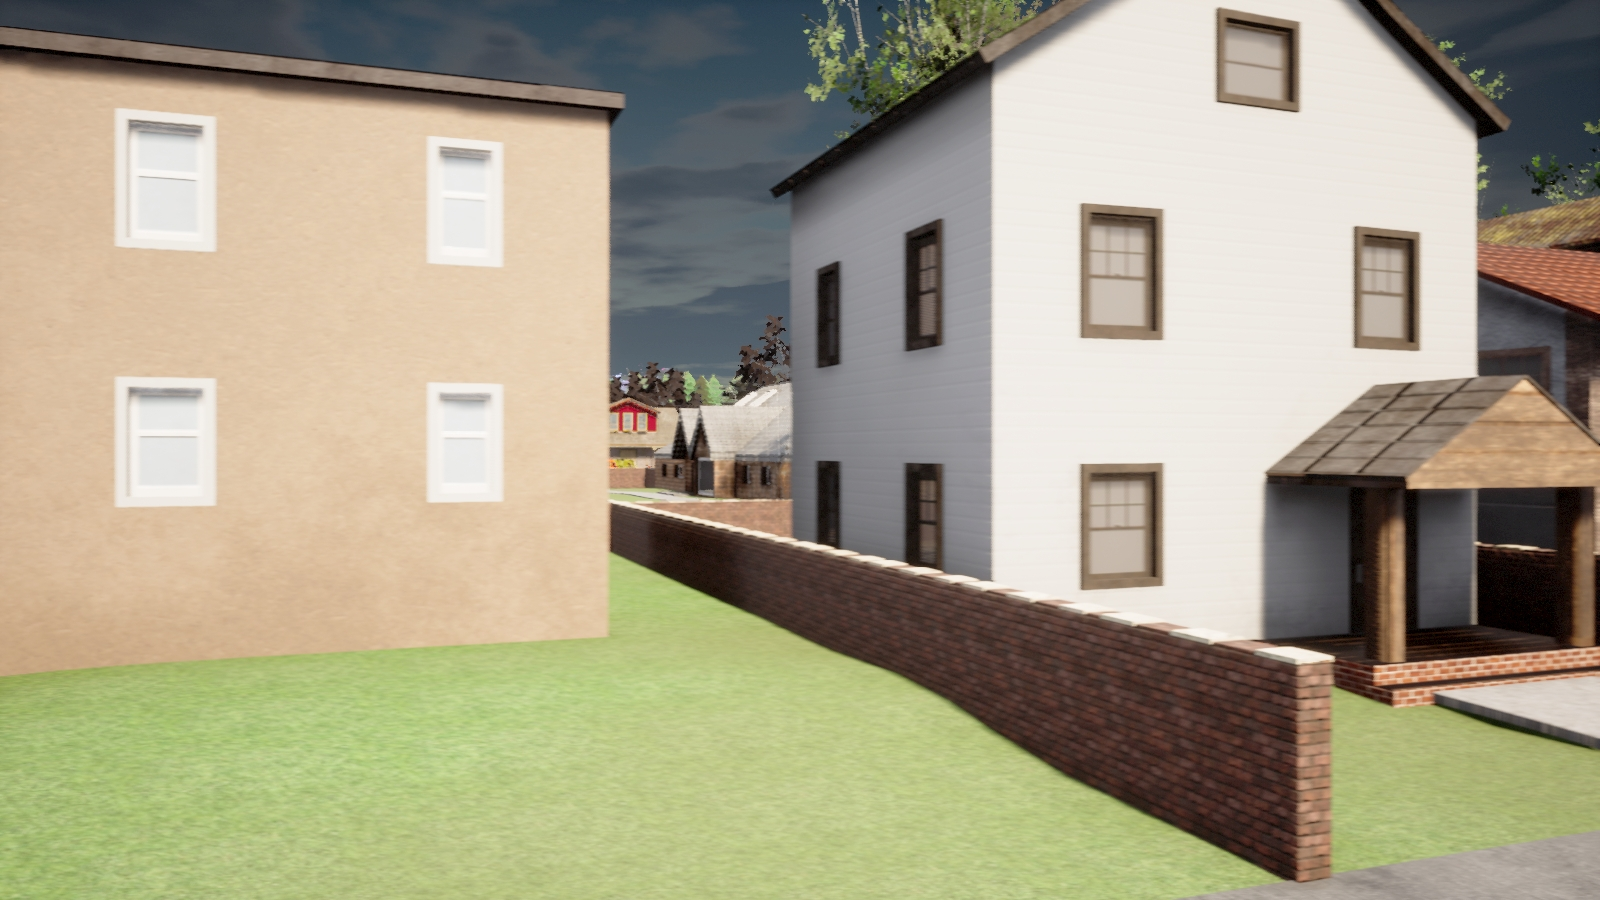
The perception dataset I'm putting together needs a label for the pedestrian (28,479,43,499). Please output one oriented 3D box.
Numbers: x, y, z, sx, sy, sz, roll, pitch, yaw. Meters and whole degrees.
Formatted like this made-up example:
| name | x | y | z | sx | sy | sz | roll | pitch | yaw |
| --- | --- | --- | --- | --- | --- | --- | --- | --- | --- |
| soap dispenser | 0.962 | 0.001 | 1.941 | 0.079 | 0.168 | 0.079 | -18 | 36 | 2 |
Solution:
| name | x | y | z | sx | sy | sz | roll | pitch | yaw |
| --- | --- | --- | --- | --- | --- | --- | --- | --- | --- |
| pedestrian | -43.791 | 2.228 | 65.444 | 0.500 | 1.100 | 0.500 | 0 | 0 | 7 |
